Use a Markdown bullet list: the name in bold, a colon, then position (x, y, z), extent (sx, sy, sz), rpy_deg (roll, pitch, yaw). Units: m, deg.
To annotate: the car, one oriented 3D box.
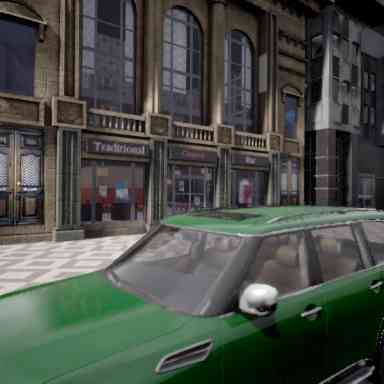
- **car**: position (0.508, 1.222, 3.740), extent (5.566, 2.045, 2.150), rpy_deg (0, 0, -35)
